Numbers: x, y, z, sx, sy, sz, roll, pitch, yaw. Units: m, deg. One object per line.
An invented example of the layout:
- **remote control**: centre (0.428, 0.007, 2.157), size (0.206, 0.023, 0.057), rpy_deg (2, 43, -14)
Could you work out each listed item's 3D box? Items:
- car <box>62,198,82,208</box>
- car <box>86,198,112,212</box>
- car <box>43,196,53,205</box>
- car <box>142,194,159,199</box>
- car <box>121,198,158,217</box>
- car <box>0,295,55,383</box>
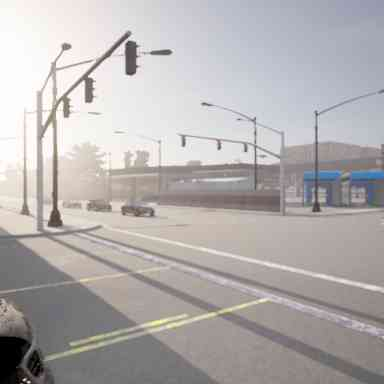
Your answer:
- **car**: centre (-17.706, 1.596, 49.024), size (1.812, 1.442, 4.674), rpy_deg (0, 0, -37)
- **car**: centre (-11.365, 1.569, 40.510), size (1.837, 1.490, 4.892), rpy_deg (0, 0, -37)
- **car**: centre (-27.172, 1.572, 61.864), size (2.128, 1.511, 4.902), rpy_deg (0, 0, -37)
- **car**: centre (-9.256, 1.277, 77.614), size (4.611, 1.667, 2.242), rpy_deg (0, 0, -35)
- **car**: centre (-5.380, 1.584, 32.480), size (1.812, 1.442, 4.674), rpy_deg (0, 0, -37)
- **car**: centre (-3.495, 1.203, 1.276), size (5.566, 2.045, 2.150), rpy_deg (1, 0, -35)
